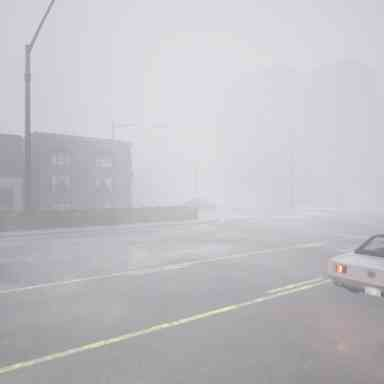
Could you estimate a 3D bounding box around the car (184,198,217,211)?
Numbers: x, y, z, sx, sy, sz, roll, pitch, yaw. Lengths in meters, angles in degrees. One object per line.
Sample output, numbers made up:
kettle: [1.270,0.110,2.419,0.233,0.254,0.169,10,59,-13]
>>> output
car: [0.987,1.511,40.029,1.837,1.490,4.892,0,0,-38]

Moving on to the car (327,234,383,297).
car: [5.234,1.603,7.612,4.718,1.301,1.895,0,0,-36]

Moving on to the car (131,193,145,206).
car: [-9.776,1.227,54.051,2.150,2.045,5.566,0,0,-37]
